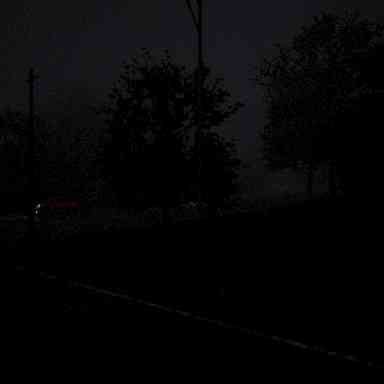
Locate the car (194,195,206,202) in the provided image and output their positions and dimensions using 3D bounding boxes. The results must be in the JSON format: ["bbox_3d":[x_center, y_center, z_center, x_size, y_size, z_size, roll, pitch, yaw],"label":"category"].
[{"bbox_3d":[2.269,0.625,51.186,2.128,1.511,4.902,0,3,39],"label":"car"}]

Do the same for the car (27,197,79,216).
[{"bbox_3d":[-13.209,1.300,31.701,2.097,1.767,4.553,0,1,38],"label":"car"}]
